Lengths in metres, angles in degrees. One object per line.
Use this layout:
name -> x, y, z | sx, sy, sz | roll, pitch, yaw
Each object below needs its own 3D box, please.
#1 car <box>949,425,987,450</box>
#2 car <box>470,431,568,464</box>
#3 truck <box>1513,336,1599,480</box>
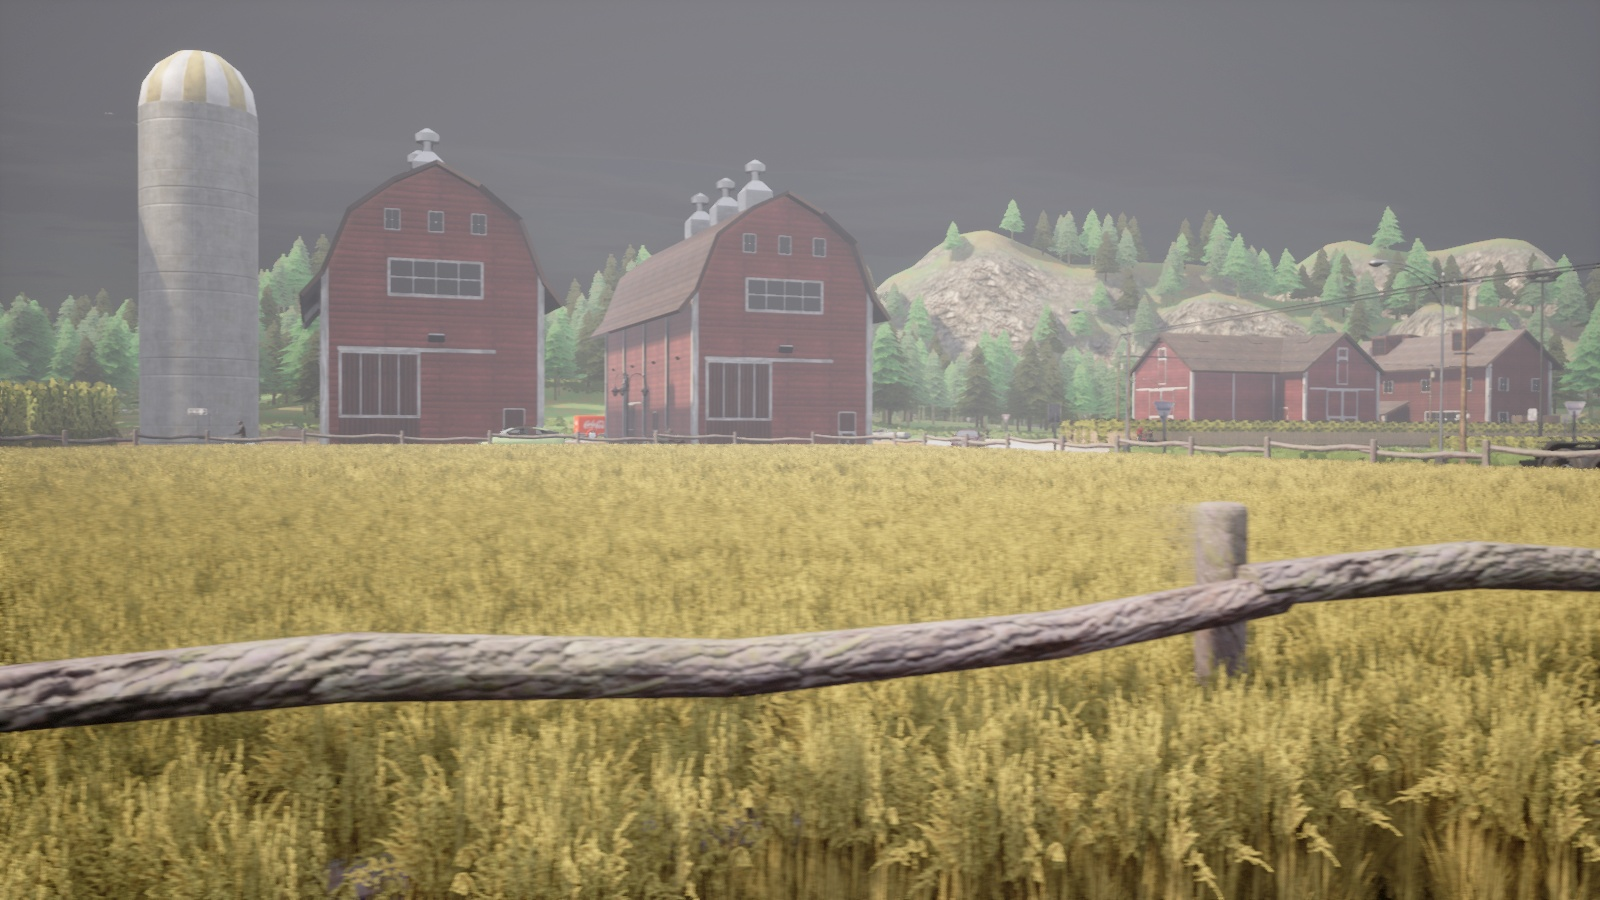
car -> 10.494, -0.796, 78.291 | 1.812, 1.442, 4.674 | -1, 1, 14
car -> -14.200, -0.144, 63.406 | 4.514, 1.525, 2.007 | -1, 1, -24
truck -> 21.213, -1.023, 29.261 | 2.891, 3.462, 7.936 | -1, 1, -21
